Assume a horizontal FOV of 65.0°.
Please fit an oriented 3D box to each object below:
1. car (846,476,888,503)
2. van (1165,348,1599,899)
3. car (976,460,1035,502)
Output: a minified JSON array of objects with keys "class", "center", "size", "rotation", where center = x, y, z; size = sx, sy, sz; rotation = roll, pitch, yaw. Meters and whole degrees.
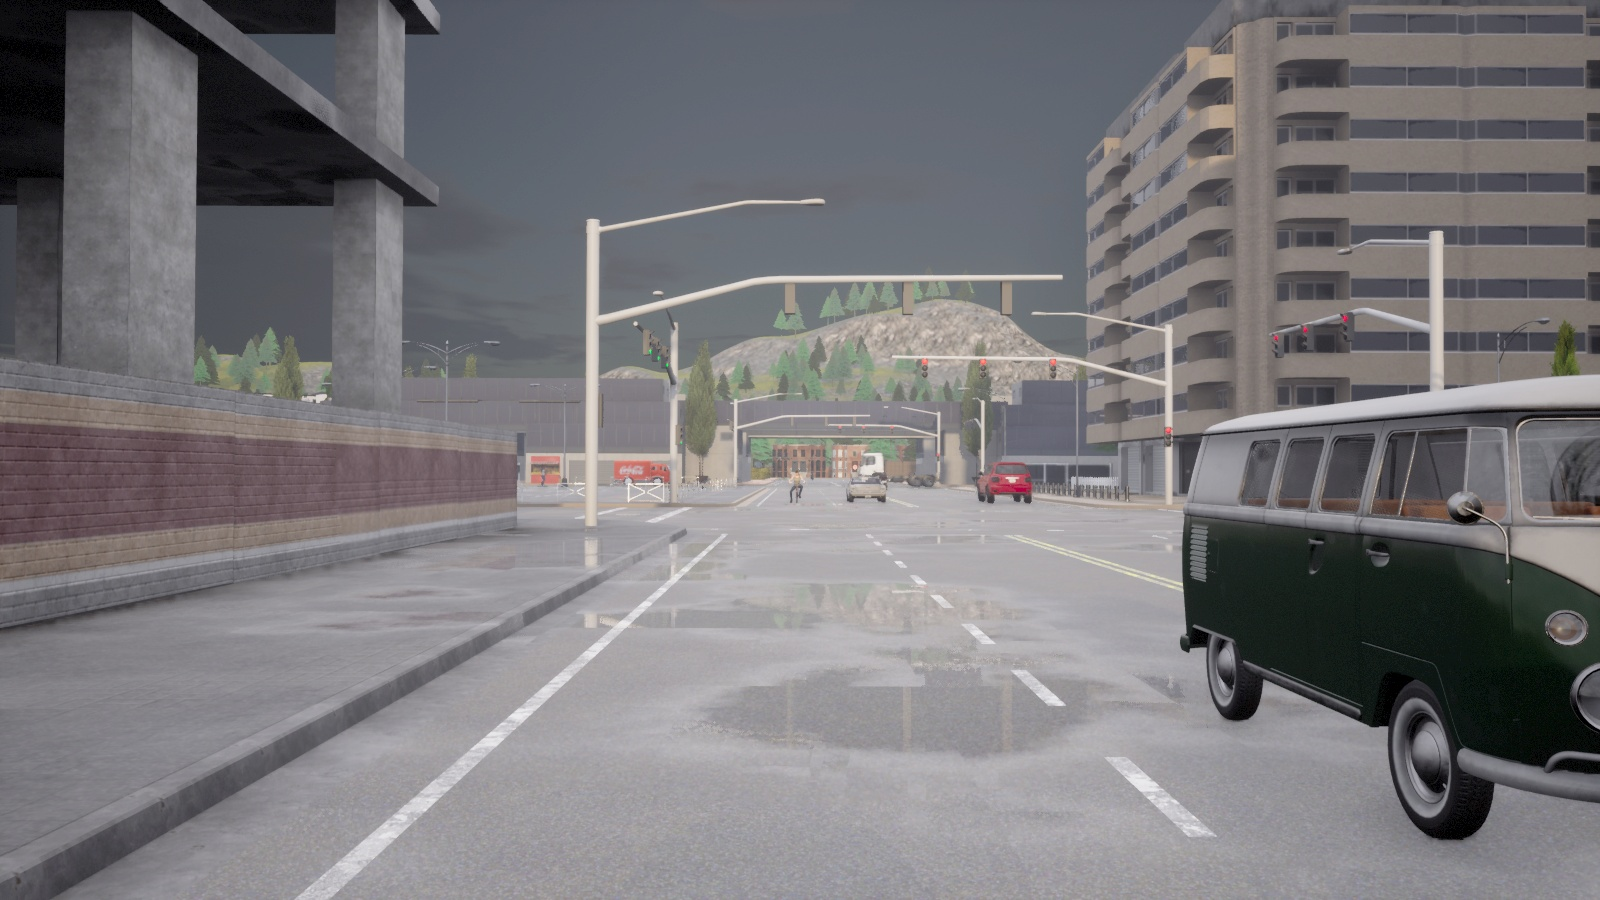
[{"class":"car","center":[3.361,1.973,63.964],"size":[1.895,1.301,4.718],"rotation":[0,-1,0]},{"class":"van","center":[3.485,0.665,6.680],"size":[1.775,1.987,4.442],"rotation":[0,-1,0]},{"class":"car","center":[10.322,1.556,63.513],"size":[2.150,2.045,5.566],"rotation":[0,-1,1]}]
